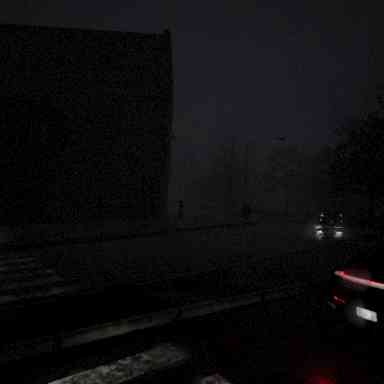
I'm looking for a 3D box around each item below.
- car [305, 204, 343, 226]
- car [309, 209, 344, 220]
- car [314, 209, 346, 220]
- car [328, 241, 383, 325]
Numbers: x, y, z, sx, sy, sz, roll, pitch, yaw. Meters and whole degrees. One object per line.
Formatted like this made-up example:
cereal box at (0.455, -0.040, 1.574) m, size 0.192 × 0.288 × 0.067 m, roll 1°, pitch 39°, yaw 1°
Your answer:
car at (11.674, 1.991, 29.575) m, size 2.097 × 1.767 × 4.553 m, roll 3°, pitch -2°, yaw 3°
car at (18.955, 3.170, 46.810) m, size 5.357 × 1.411 × 2.033 m, roll 4°, pitch -3°, yaw -38°
car at (21.451, 3.454, 51.849) m, size 4.674 × 1.442 × 1.812 m, roll 4°, pitch -3°, yaw -23°
car at (4.584, 1.512, 5.863) m, size 4.902 × 1.511 × 2.128 m, roll 0°, pitch 0°, yaw -29°
